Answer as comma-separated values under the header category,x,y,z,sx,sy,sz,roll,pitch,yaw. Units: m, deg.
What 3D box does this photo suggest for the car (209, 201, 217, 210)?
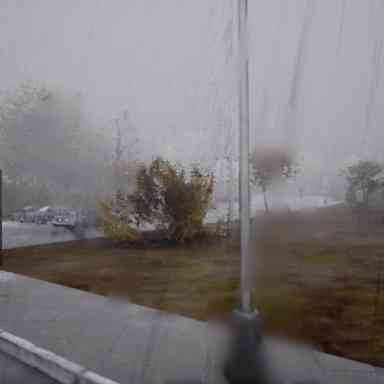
category,x,y,z,sx,sy,sz,roll,pitch,yaw
car,1.472,1.697,43.526,1.812,1.442,4.674,-1,0,39

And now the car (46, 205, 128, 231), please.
category,x,y,z,sx,sy,sz,roll,pitch,yaw
car,-6.478,1.755,22.242,2.033,1.411,5.357,-1,0,39

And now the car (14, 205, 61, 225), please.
category,x,y,z,sx,sy,sz,roll,pitch,yaw
car,-11.551,1.814,27.267,1.812,1.442,4.674,-1,0,39

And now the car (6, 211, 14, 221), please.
category,x,y,z,sx,sy,sz,roll,pitch,yaw
car,-14.125,1.892,29.651,1.994,1.385,4.181,-1,0,39
